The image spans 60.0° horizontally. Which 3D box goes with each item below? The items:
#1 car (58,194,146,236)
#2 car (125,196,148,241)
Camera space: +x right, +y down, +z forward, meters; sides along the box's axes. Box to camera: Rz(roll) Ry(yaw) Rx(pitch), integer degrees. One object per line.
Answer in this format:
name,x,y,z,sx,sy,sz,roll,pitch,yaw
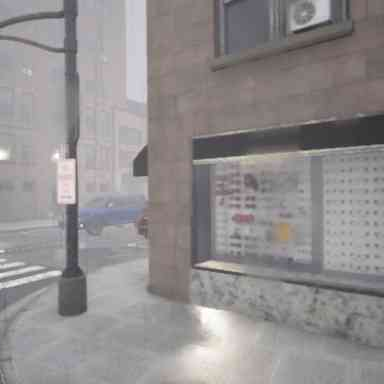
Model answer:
car,-4.684,1.180,18.787,2.150,2.045,5.566,-1,0,35
car,-0.283,1.202,14.998,2.192,1.841,5.009,0,1,36
